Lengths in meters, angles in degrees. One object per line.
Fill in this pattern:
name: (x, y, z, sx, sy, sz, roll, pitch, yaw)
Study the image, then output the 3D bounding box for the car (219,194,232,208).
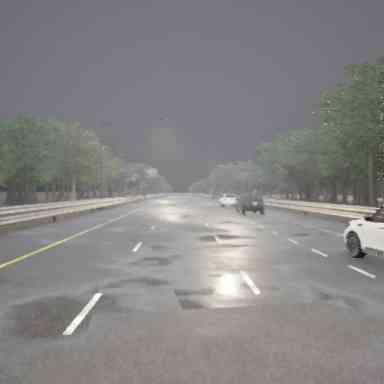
car: (5.470, 1.291, 50.563, 2.150, 2.045, 5.566, 1, 0, -2)

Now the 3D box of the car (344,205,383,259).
car: (6.673, 1.299, 9.766, 2.150, 2.045, 5.566, 1, 0, -2)

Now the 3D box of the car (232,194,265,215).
car: (5.946, 1.283, 34.409, 2.150, 2.045, 5.566, 1, 0, -2)
